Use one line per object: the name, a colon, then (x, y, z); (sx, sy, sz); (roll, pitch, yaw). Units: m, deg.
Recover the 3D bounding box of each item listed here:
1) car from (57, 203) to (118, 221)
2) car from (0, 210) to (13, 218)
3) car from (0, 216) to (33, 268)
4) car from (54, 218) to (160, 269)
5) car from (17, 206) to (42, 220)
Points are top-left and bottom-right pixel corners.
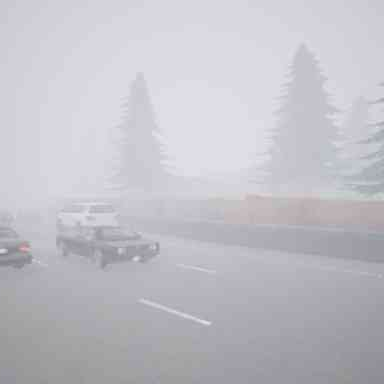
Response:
car: (-6.810, 1.694, 21.337); (2.150, 2.045, 5.566); (2, -2, -41)
car: (-16.183, 2.087, 27.477); (1.895, 1.301, 4.718); (2, -2, -37)
car: (-7.111, 1.745, 11.254); (2.033, 1.411, 5.357); (2, -2, -43)
car: (-3.345, 1.888, 12.378); (1.895, 1.301, 4.718); (2, -2, -44)
car: (-17.080, 2.192, 34.801); (1.812, 1.442, 4.674); (2, -2, -34)
